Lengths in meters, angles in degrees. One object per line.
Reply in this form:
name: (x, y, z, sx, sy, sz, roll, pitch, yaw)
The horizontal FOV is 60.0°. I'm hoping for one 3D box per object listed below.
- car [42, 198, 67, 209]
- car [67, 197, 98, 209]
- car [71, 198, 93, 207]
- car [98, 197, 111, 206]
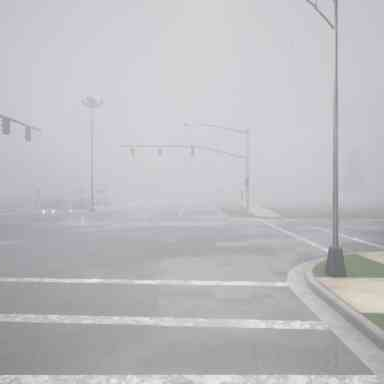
car: (-18.007, 1.547, 44.397, 2.033, 1.411, 5.357, 0, 0, 1)
car: (-14.506, 1.505, 44.325, 1.837, 1.490, 4.892, 0, 0, 1)
car: (-17.842, 1.601, 53.980, 1.895, 1.301, 4.718, 0, 0, 1)
car: (-14.342, 1.564, 53.231, 1.994, 1.385, 4.181, 0, 0, 2)
